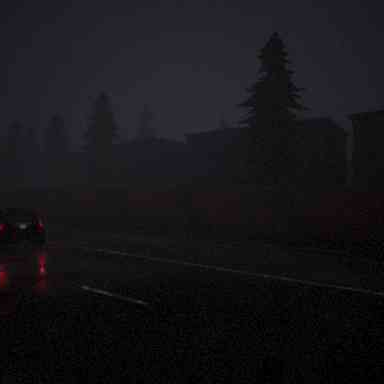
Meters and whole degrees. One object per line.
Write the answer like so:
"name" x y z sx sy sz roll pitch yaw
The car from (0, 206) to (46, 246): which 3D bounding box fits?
"car" -8.244 1.366 14.049 4.553 1.767 2.097 0 0 36
